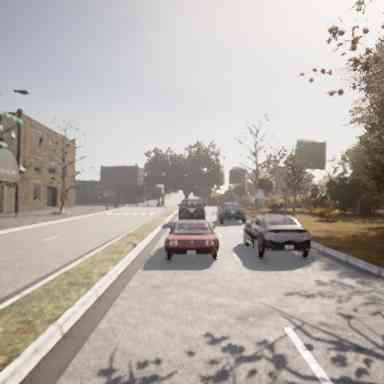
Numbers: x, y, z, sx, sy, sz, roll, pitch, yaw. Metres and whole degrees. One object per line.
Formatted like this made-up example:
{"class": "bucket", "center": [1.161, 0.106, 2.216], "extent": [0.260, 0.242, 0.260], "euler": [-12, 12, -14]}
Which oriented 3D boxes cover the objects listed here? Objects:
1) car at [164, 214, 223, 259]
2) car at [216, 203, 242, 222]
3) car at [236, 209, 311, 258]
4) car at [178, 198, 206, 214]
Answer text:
{"class": "car", "center": [0.011, 1.755, 13.285], "extent": [1.895, 1.301, 4.718], "euler": [0, -1, 1]}
{"class": "car", "center": [3.255, 1.679, 28.473], "extent": [2.097, 1.767, 4.553], "euler": [0, -1, 0]}
{"class": "car", "center": [3.264, 1.649, 13.513], "extent": [2.128, 1.511, 4.902], "euler": [0, -1, 0]}
{"class": "car", "center": [-0.005, 1.542, 27.597], "extent": [2.150, 2.045, 5.566], "euler": [0, 0, 0]}
